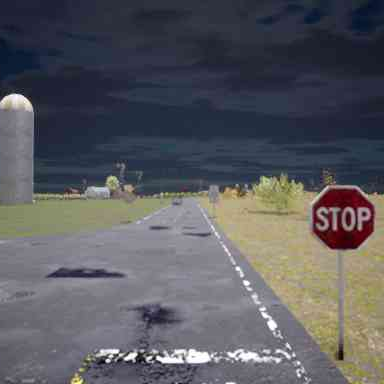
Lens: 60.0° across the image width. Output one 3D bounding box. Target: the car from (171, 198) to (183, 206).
[{"bbox_3d":[-2.776,1.866,61.528,1.994,1.385,4.181,0,0,0],"label":"car"}]
